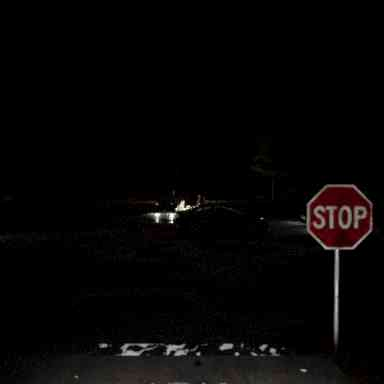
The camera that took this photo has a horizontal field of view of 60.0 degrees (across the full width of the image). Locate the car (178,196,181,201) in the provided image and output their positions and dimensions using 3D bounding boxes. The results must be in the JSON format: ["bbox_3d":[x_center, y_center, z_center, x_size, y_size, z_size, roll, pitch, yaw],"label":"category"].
[{"bbox_3d":[-3.109,1.478,49.351,1.882,1.535,5.008,0,0,0],"label":"car"}]

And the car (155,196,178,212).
[{"bbox_3d":[-2.996,1.345,37.948,2.097,1.767,4.553,0,0,-1],"label":"car"}]

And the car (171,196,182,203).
[{"bbox_3d":[-3.196,1.542,69.930,2.033,1.411,5.357,0,0,0],"label":"car"}]

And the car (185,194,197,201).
[{"bbox_3d":[-0.184,1.492,49.571,2.128,1.511,4.902,0,0,0],"label":"car"}]

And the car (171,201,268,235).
[{"bbox_3d":[1.523,1.413,17.802,4.902,1.511,2.128,-1,0,0],"label":"car"}]

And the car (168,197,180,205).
[{"bbox_3d":[-3.144,1.577,59.522,1.994,1.385,4.181,0,0,0],"label":"car"}]

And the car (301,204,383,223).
[{"bbox_3d":[9.929,1.236,21.496,5.357,1.411,2.033,-1,1,0],"label":"car"}]
